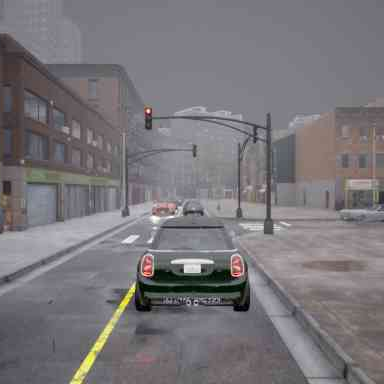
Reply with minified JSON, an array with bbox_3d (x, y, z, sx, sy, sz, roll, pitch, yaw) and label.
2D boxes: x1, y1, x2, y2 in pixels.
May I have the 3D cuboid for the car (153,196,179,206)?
[{"bbox_3d":[-2.791,1.359,33.887,2.097,1.767,4.553,0,0,0],"label":"car"}]

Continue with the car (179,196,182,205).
[{"bbox_3d":[-2.775,1.562,43.355,2.033,1.411,5.357,0,0,0],"label":"car"}]

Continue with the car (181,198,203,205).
[{"bbox_3d":[0.171,1.571,33.889,1.994,1.385,4.181,0,0,0],"label":"car"}]

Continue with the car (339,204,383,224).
[{"bbox_3d":[12.913,1.521,23.223,4.718,1.301,1.895,0,0,0],"label":"car"}]

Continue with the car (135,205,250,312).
[{"bbox_3d":[0.022,1.352,7.894,2.097,1.767,4.553,0,0,0],"label":"car"}]

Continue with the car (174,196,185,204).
[{"bbox_3d":[-2.633,1.596,68.811,2.033,1.411,5.357,0,0,0],"label":"car"}]
